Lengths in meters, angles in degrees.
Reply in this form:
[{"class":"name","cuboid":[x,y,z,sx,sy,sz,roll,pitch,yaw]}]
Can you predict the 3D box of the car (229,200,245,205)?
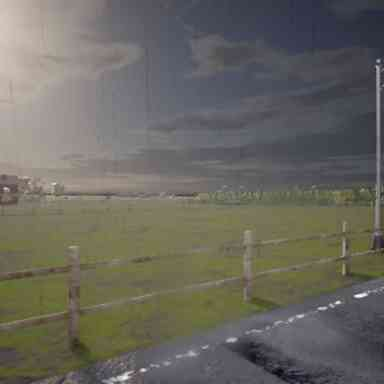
[{"class":"car","cuboid":[12.154,2.950,90.659,2.033,1.411,5.357,1,-2,-35]}]
